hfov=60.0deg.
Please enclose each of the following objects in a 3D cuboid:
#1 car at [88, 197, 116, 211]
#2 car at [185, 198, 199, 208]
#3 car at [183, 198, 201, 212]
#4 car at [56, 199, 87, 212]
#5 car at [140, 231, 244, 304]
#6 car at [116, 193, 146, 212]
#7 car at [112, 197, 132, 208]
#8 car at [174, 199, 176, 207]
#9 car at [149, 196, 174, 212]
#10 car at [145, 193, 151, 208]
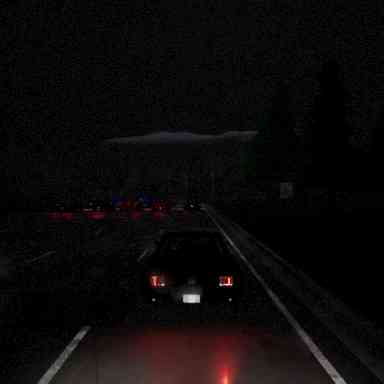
[{"bbox_3d":[-10.488,1.505,39.914,1.837,1.490,4.892,0,0,0],"label":"car"},{"bbox_3d":[0.006,1.564,49.539,1.994,1.385,4.181,0,0,0],"label":"car"},{"bbox_3d":[0.006,1.564,39.619,1.994,1.385,4.181,0,0,0],"label":"car"},{"bbox_3d":[-14.004,1.526,38.189,1.812,1.442,4.674,0,0,0],"label":"car"},{"bbox_3d":[-0.001,1.601,8.112,1.895,1.301,4.718,0,0,0],"label":"car"},{"bbox_3d":[-6.999,1.352,38.844,2.097,1.767,4.553,0,0,0],"label":"car"},{"bbox_3d":[-10.495,1.478,49.938,1.882,1.535,5.008,0,0,0],"label":"car"},{"bbox_3d":[-3.489,1.564,49.546,1.994,1.385,4.181,0,0,0],"label":"car"},{"bbox_3d":[-3.496,1.505,39.158,1.837,1.490,4.892,0,0,0],"label":"car"},{"bbox_3d":[-7.002,1.221,48.789,2.150,2.045,5.566,0,0,0],"label":"car"}]
